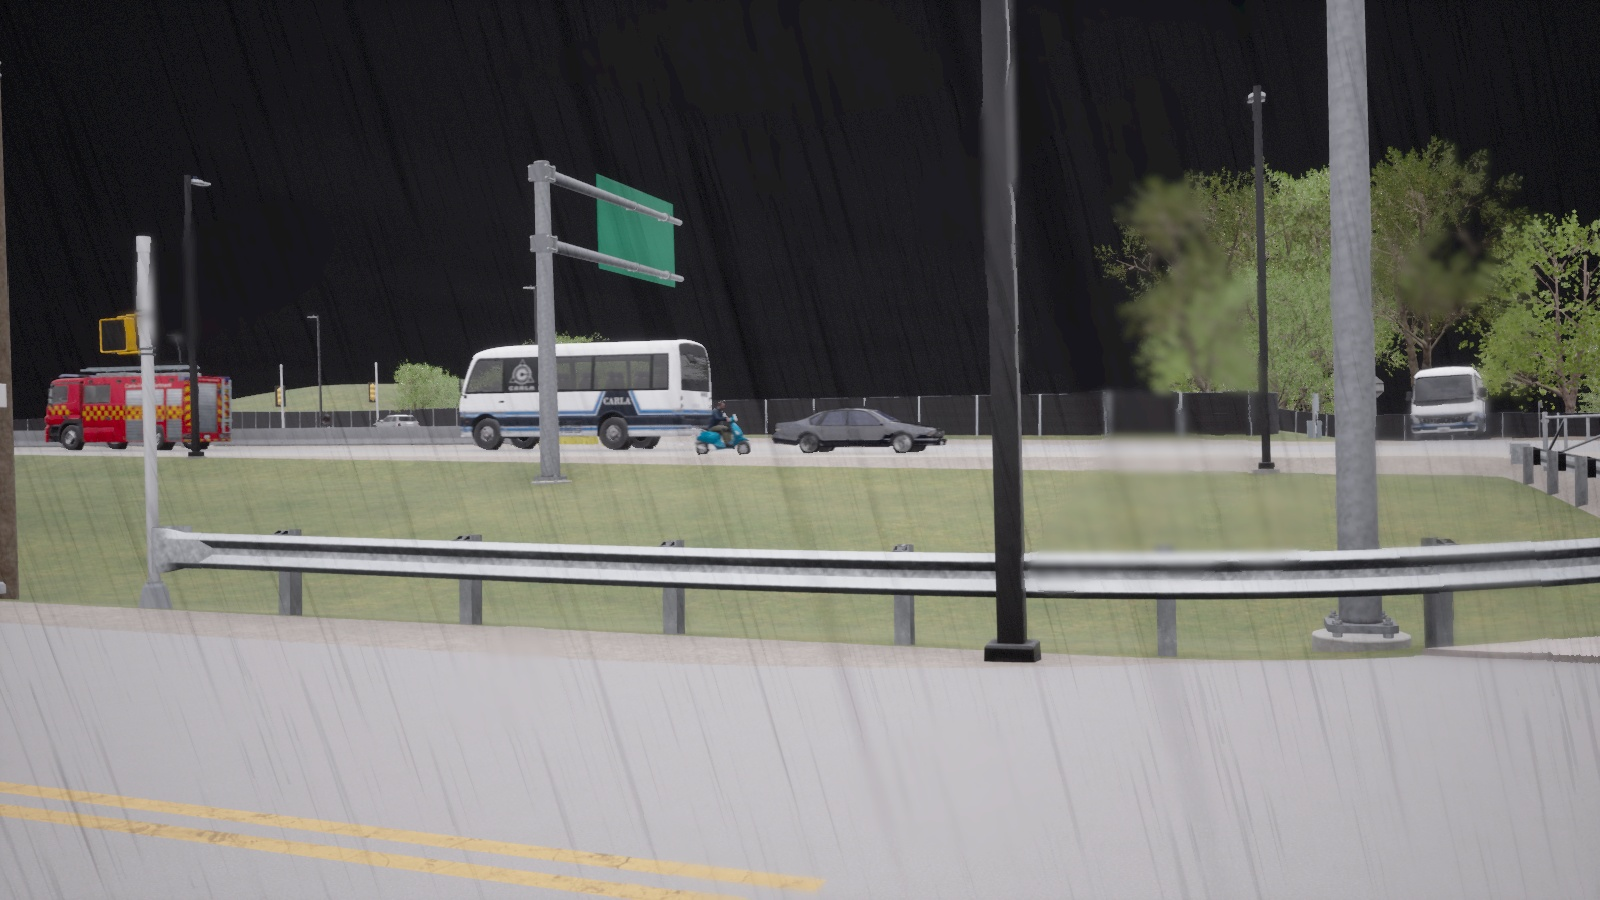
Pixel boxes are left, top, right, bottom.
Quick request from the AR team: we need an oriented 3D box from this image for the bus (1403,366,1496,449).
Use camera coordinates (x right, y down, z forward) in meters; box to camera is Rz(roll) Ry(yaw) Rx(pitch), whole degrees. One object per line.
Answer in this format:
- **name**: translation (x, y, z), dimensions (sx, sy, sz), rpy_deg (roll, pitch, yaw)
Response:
- **bus**: translation (37.462, -2.275, 72.182), dimensions (3.944, 4.253, 10.273), rpy_deg (-2, -1, 31)

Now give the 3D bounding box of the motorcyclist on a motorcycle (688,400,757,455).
- **motorcyclist on a motorcycle**: translation (-2.274, -0.651, 36.964), dimensions (1.817, 1.590, 0.866), rpy_deg (0, 1, 19)

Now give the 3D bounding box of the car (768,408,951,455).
- **car**: translation (1.857, -0.587, 39.221), dimensions (5.357, 1.411, 2.033), rpy_deg (0, 1, 19)

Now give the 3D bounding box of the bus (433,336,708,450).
- **bus**: translation (-9.212, -2.194, 50.516), dimensions (10.273, 4.253, 3.944), rpy_deg (0, 1, 19)

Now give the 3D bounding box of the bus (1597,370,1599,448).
- **bus**: translation (43.703, -2.279, 63.179), dimensions (3.944, 4.253, 10.273), rpy_deg (-1, -1, 20)

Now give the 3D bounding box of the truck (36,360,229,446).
- **truck**: translation (-30.906, -2.122, 58.151), dimensions (8.468, 3.827, 2.891), rpy_deg (0, 1, 19)

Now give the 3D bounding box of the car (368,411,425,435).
- **car**: translation (-25.877, -1.738, 80.449), dimensions (1.970, 1.475, 3.806), rpy_deg (-2, 2, -44)
